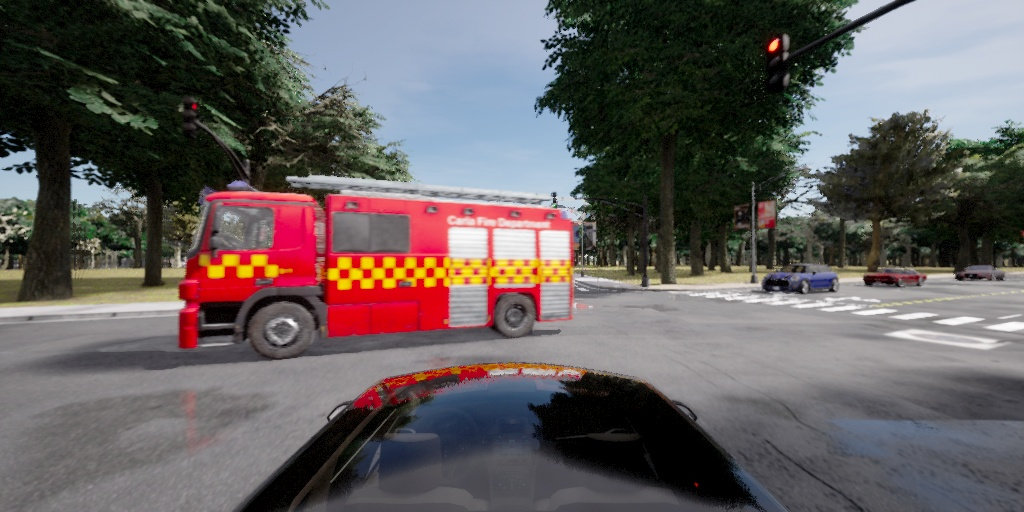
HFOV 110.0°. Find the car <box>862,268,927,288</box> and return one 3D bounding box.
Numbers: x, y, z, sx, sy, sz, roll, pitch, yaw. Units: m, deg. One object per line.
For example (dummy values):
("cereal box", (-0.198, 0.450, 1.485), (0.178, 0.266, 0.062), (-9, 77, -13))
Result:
("car", (27.409, 1.527, 25.715), (4.718, 1.301, 1.895), (0, 0, -23))

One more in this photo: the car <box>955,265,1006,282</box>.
("car", (41.401, 1.527, 31.701), (4.181, 1.385, 1.994), (0, 0, -23))

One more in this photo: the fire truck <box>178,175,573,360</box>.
("fire truck", (-2.678, 0.189, 9.311), (8.468, 3.827, 2.891), (0, -1, -23))

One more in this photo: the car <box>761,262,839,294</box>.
("car", (17.072, 1.253, 21.282), (4.553, 1.767, 2.097), (0, 0, -23))
